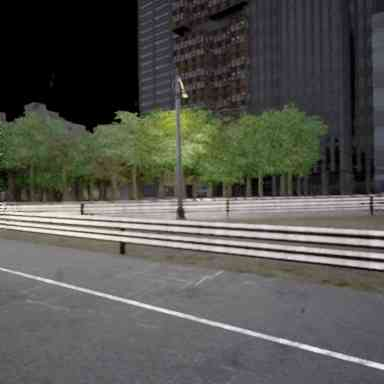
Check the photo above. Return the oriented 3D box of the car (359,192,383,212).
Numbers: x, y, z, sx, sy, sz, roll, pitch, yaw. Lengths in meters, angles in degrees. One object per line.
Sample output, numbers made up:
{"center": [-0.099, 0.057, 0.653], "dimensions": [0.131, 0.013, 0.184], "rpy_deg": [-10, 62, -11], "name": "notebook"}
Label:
{"center": [16.954, 0.760, 28.907], "dimensions": [4.553, 1.767, 2.097], "rpy_deg": [-1, 0, -5], "name": "car"}
